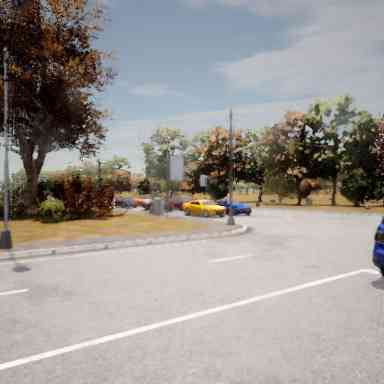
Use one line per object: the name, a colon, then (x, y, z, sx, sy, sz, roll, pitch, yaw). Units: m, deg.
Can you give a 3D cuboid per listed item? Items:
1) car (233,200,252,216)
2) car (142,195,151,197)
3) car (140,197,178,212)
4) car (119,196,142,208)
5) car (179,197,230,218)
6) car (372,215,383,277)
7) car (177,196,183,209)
car: (3.795, 1.466, 32.643, 1.882, 1.535, 5.008, 0, 0, -32)
car: (-6.671, 1.298, 48.956, 2.097, 1.767, 4.553, 0, 0, -33)
car: (-3.880, 1.582, 38.214, 1.895, 1.301, 4.718, 0, 0, -33)
car: (-9.274, 1.455, 46.550, 1.837, 1.490, 4.892, 0, 0, -34)
car: (1.101, 1.468, 30.360, 1.882, 1.535, 5.008, 0, 0, -32)
car: (6.924, 1.216, 8.684, 5.566, 2.045, 2.150, 0, 0, -36)
car: (-1.089, 1.331, 40.337, 2.097, 1.767, 4.553, 0, 0, -33)
